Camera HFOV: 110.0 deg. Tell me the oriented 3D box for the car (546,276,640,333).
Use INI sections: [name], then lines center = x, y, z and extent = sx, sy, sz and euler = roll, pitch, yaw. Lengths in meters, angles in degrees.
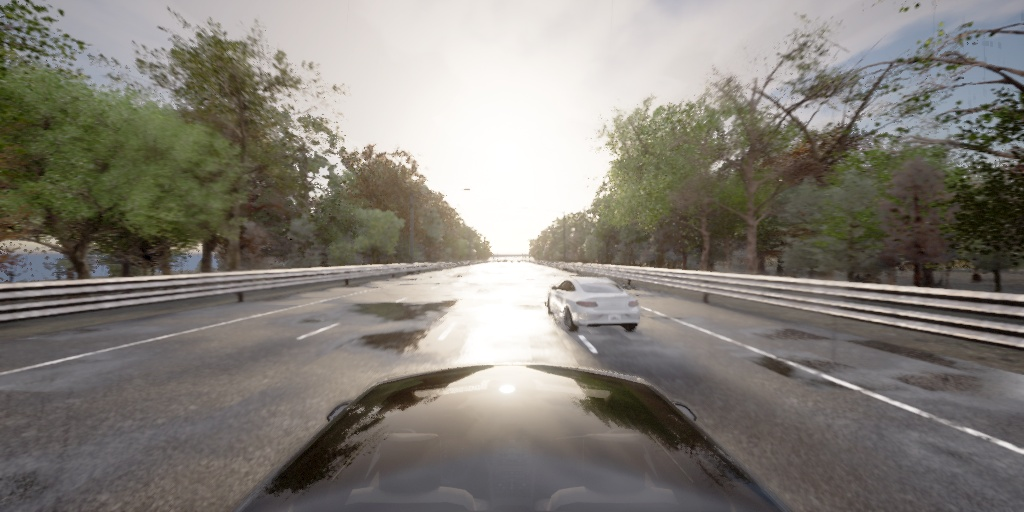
[car]
center = 2.271, 1.341, 10.934
extent = 1.812, 1.442, 4.674
euler = 0, 0, -5
